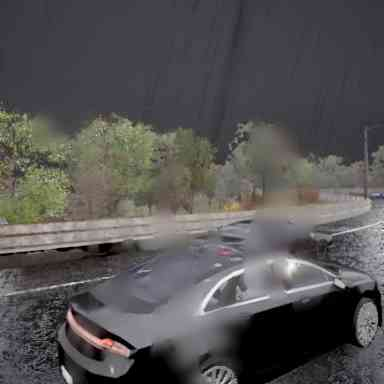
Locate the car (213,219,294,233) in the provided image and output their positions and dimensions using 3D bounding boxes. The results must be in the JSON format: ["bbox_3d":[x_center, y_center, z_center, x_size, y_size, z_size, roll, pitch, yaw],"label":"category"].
[{"bbox_3d":[2.285,1.535,10.193,5.357,1.411,2.033,0,0,-40],"label":"car"}]

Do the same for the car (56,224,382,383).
[{"bbox_3d":[0.772,1.489,4.567,4.902,1.511,2.128,0,0,-37],"label":"car"}]

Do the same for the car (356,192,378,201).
[{"bbox_3d":[38.826,1.117,73.801,1.837,1.490,4.892,0,0,8],"label":"car"}]

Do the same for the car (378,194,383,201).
[{"bbox_3d":[42.277,1.072,73.216,1.882,1.535,5.008,0,0,8],"label":"car"}]
